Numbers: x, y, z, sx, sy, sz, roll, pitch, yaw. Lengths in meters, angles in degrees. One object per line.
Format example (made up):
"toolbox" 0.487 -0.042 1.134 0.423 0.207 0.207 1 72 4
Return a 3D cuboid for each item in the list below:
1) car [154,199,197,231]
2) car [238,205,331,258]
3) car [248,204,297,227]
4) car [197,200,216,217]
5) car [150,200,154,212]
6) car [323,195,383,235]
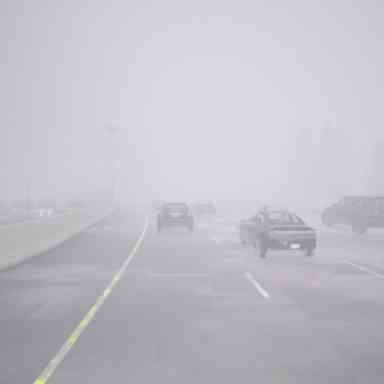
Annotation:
"car" -1.139 1.355 20.691 2.097 1.767 4.553 0 0 -6
"car" 3.070 1.486 12.823 2.128 1.511 4.902 0 0 -4
"car" 5.585 1.591 23.769 1.895 1.301 4.718 0 0 -7
"car" 0.979 1.491 31.422 2.128 1.511 4.902 0 0 -9
"car" -3.909 1.556 39.085 2.033 1.411 5.357 0 0 -11
"car" 9.600 1.204 19.092 2.150 2.045 5.566 0 0 -5
